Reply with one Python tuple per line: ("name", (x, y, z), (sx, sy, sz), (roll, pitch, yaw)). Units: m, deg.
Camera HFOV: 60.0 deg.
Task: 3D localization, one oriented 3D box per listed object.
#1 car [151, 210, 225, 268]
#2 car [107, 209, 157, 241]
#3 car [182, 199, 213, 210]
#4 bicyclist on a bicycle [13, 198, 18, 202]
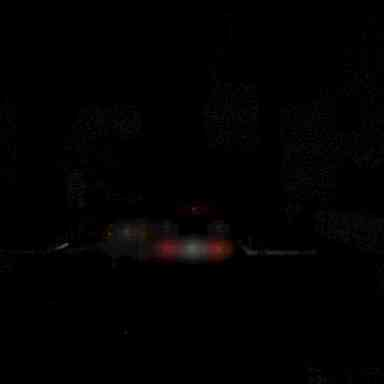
("car", (0.041, 1.549, 11.218), (2.033, 1.411, 5.357), (0, 0, 0))
("car", (-2.826, 1.566, 16.478), (1.994, 1.385, 4.181), (0, 0, 0))
("car", (0.498, 1.355, 26.148), (2.097, 1.767, 4.553), (0, 0, 8))
("bicyclist on a bicycle", (-20.029, 1.454, 37.730), (0.582, 1.620, 1.656), (0, 0, 0))
